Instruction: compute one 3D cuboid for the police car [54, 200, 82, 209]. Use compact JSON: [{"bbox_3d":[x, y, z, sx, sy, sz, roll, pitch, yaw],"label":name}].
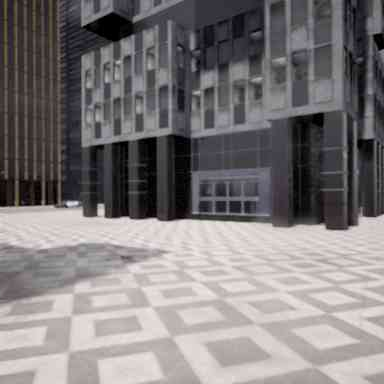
[{"bbox_3d":[-22.776,2.218,60.998,2.038,1.542,4.974,-1,0,36],"label":"police car"}]
